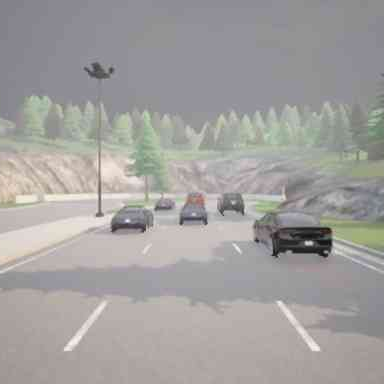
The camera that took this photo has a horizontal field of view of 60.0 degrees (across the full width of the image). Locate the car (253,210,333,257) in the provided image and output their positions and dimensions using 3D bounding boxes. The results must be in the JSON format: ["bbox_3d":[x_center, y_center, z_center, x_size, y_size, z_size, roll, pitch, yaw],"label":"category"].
[{"bbox_3d":[3.605,1.415,12.728,1.882,1.535,5.008,0,0,0],"label":"car"}]

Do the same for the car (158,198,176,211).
[{"bbox_3d":[-3.032,1.378,38.383,1.994,1.385,4.181,0,0,4],"label":"car"}]

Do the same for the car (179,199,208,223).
[{"bbox_3d":[0.111,1.447,24.049,1.994,1.385,4.181,0,0,0],"label":"car"}]

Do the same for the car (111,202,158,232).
[{"bbox_3d":[-3.390,1.469,19.511,1.994,1.385,4.181,0,0,0],"label":"car"}]

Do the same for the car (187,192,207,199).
[{"bbox_3d":[0.575,1.027,40.038,2.150,2.045,5.566,0,0,5],"label":"car"}]

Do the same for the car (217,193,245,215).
[{"bbox_3d":[3.659,1.067,31.770,2.150,2.045,5.566,0,0,1],"label":"car"}]
